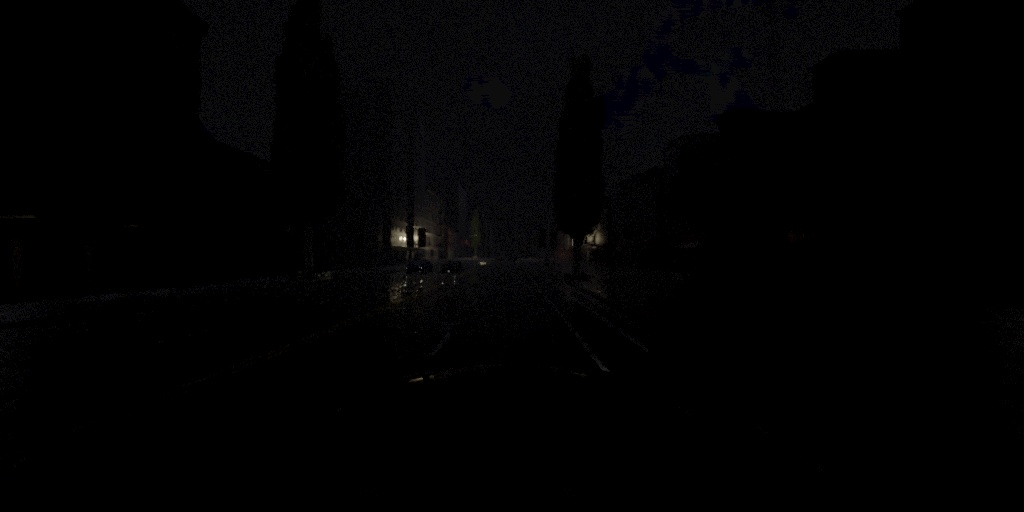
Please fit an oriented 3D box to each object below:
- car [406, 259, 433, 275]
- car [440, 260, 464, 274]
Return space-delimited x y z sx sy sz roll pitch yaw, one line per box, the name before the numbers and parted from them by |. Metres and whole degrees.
car | -9.687 1.104 37.835 1.882 1.535 5.008 0 0 1
car | -6.418 1.171 39.080 2.033 1.411 5.357 0 0 0
